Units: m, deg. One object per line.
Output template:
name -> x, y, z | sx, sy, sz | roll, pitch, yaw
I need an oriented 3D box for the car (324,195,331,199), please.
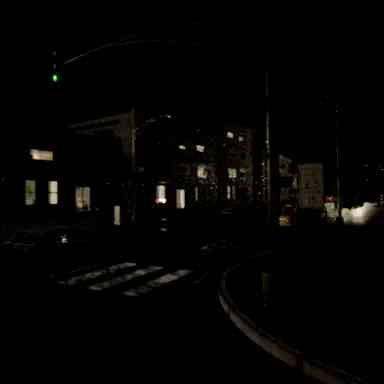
car -> 28.218, 1.667, 71.221 | 1.802, 1.307, 4.206 | -1, -1, 32

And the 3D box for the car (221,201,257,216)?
car -> 4.544, 1.643, 33.618 | 1.752, 1.417, 4.829 | -1, 0, 32

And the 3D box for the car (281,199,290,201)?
car -> 13.479, 1.686, 47.810 | 1.802, 1.307, 4.206 | -1, 0, 32

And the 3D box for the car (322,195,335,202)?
car -> 31.165, 1.523, 75.904 | 1.967, 1.590, 4.097 | -1, -1, 32

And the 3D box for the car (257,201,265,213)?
car -> 7.583, 1.695, 38.444 | 1.802, 1.307, 4.206 | -1, 0, 32

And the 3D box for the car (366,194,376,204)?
car -> 32.356, 1.202, 62.076 | 2.192, 1.841, 5.009 | -1, -1, 32

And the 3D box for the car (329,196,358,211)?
car -> 17.620, 1.458, 38.662 | 2.008, 1.369, 4.403 | -1, 0, 32

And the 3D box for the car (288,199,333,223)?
car -> 8.775, 1.472, 24.615 | 2.008, 1.369, 4.403 | -1, 0, 32

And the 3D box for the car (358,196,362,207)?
car -> 20.568, 1.484, 43.344 | 1.802, 1.307, 4.206 | -1, 0, 32

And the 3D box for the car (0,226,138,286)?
car -> -3.739, 1.651, 9.770 | 1.895, 1.301, 4.718 | -1, 0, 32

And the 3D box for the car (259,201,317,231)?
car -> 5.918, 1.451, 20.076 | 1.752, 1.417, 4.829 | -1, 0, 32

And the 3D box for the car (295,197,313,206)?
car -> 19.283, 1.621, 57.030 | 1.752, 1.417, 4.829 | -1, 0, 32

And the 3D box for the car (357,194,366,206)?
car -> 23.514, 1.338, 48.028 | 1.967, 1.590, 4.097 | -1, -1, 32

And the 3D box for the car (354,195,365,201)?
car -> 40.078, 1.459, 79.396 | 1.812, 1.442, 4.674 | -2, -1, 32
